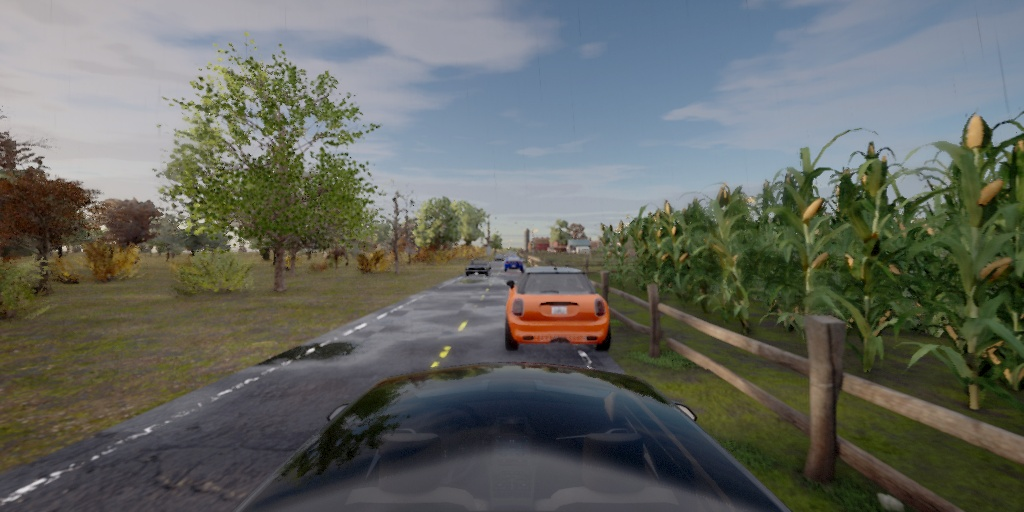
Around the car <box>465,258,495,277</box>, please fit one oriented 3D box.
[{"bbox_3d":[-2.756,1.028,30.035,1.895,1.301,4.718,0,1,0],"label":"car"}]

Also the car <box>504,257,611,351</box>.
[{"bbox_3d":[0.929,1.021,8.926,2.097,1.767,4.553,0,1,1],"label":"car"}]

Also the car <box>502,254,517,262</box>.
[{"bbox_3d":[0.199,0.806,38.150,1.882,1.535,5.008,0,1,1],"label":"car"}]
